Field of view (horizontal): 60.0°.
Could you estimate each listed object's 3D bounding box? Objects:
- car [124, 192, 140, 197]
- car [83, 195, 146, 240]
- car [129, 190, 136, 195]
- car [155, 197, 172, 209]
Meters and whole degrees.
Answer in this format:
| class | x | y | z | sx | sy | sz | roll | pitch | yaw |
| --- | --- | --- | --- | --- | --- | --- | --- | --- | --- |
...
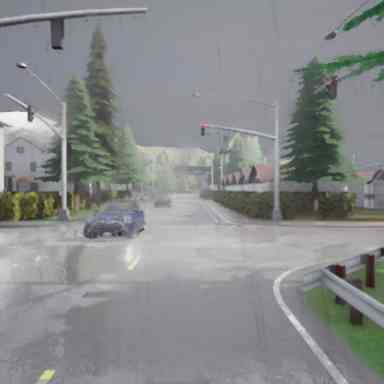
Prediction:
| class | x | y | z | sx | sy | sz | roll | pitch | yaw |
| --- | --- | --- | --- | --- | --- | --- | --- | --- | --- |
| car | -16.178 | 0.720 | 90.015 | 3.806 | 1.475 | 1.970 | 0 | 0 | -1 |
| car | -3.564 | 1.186 | 16.262 | 2.097 | 1.767 | 4.553 | 0 | 0 | 0 |
| car | -16.769 | 0.460 | 86.685 | 3.866 | 1.878 | 1.905 | 0 | 0 | -1 |
| car | -3.497 | 1.290 | 41.073 | 1.895 | 1.301 | 4.718 | 0 | 1 | 0 |
